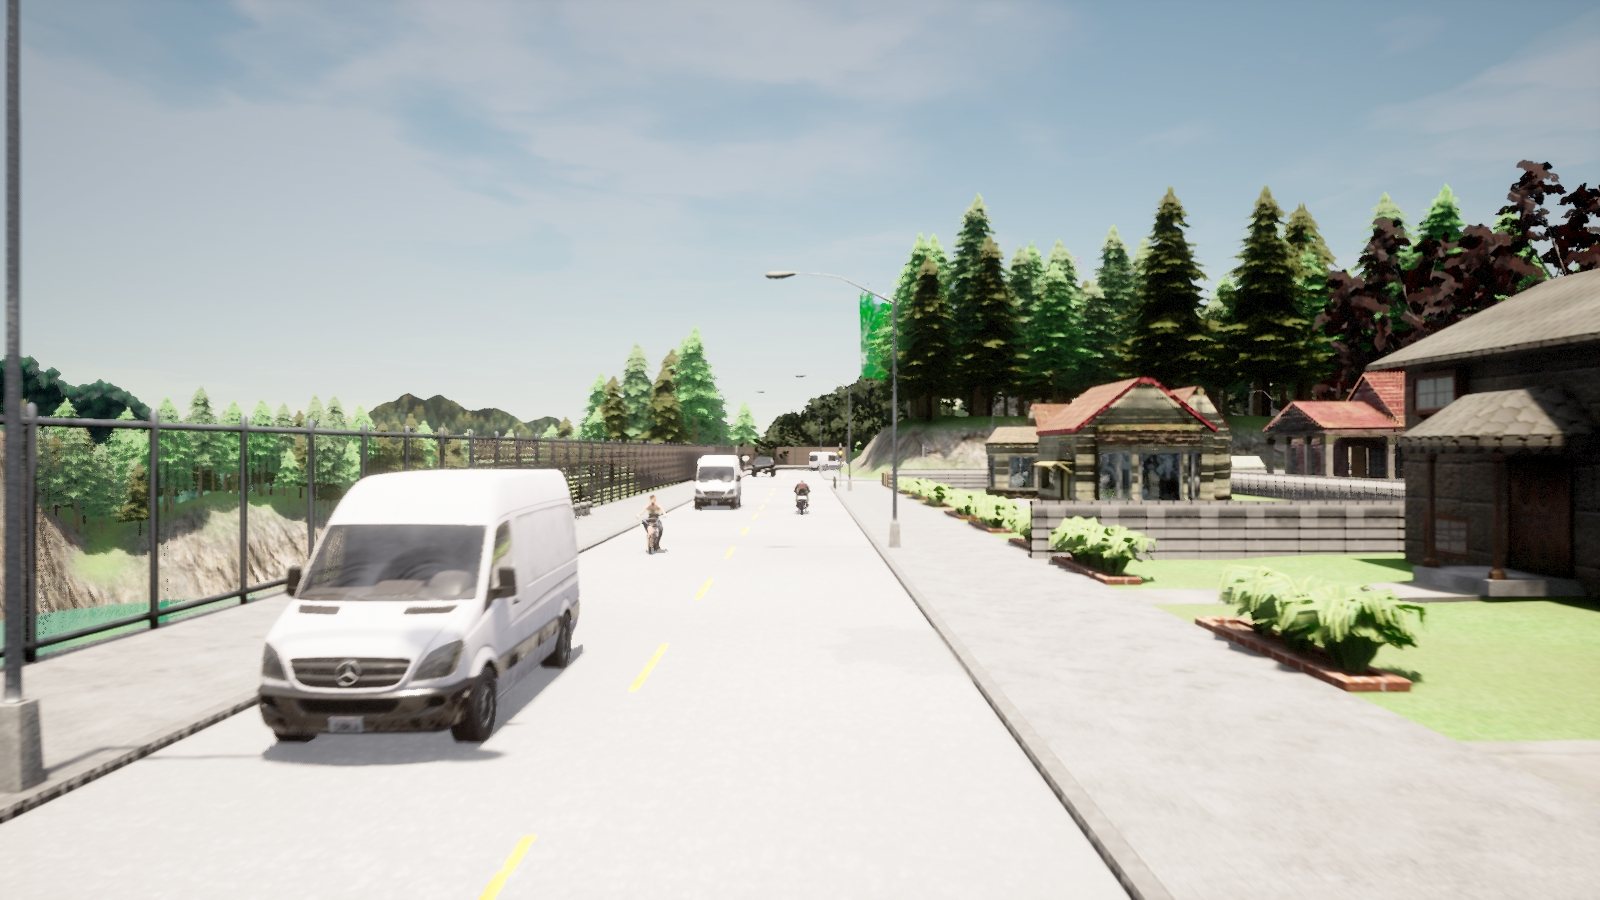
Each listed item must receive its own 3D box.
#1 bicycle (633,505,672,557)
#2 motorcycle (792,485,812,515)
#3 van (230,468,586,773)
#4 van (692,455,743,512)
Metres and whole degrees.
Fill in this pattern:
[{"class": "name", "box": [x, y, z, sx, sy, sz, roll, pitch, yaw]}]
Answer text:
[{"class": "bicycle", "box": [-3.958, 2.158, 30.671, 0.859, 1.276, 1.487, 0, 0, 0]}, {"class": "motorcycle", "box": [0.093, 2.205, 50.783, 0.867, 1.251, 2.209, 0, 0, 0]}, {"class": "van", "box": [-3.977, 1.534, 12.933, 1.988, 2.561, 5.915, 0, 0, 0]}, {"class": "van", "box": [-3.893, 1.534, 54.856, 1.988, 2.561, 5.915, 0, 0, 0]}]
